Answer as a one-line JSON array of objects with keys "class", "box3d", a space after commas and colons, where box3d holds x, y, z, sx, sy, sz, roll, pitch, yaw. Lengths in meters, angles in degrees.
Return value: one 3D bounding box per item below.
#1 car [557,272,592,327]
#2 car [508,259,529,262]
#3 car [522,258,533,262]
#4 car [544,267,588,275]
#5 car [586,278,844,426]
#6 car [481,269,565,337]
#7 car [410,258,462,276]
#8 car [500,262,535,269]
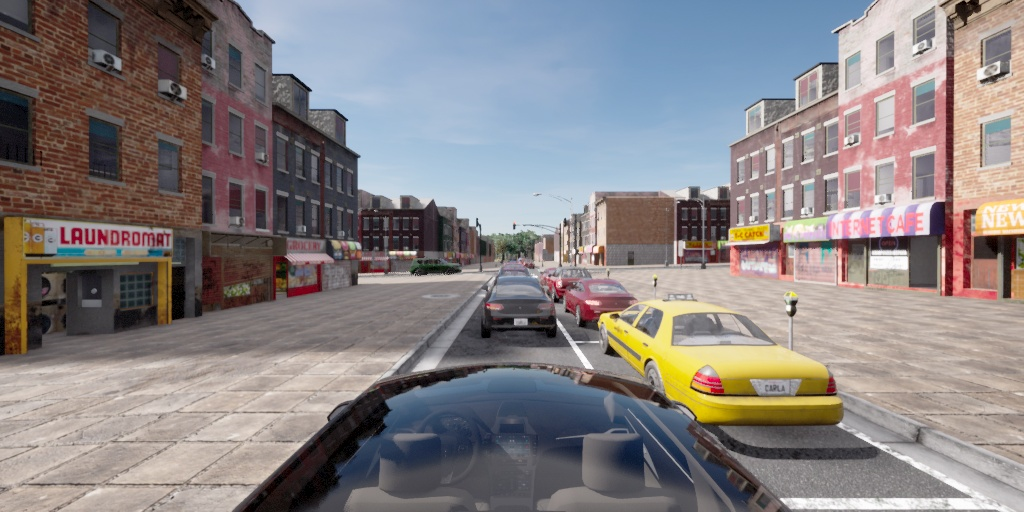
[{"class": "car", "box3d": [2.650, 1.334, 11.192, 1.802, 1.307, 4.207, 0, 0, 0]}, {"class": "car", "box3d": [0.101, 1.248, 27.092, 1.882, 1.535, 5.008, 0, 0, 0]}, {"class": "car", "box3d": [2.720, 1.316, 59.465, 1.967, 1.591, 4.097, 0, 0, 0]}, {"class": "car", "box3d": [2.658, 1.195, 16.658, 1.967, 1.591, 4.097, 0, 0, 0]}, {"class": "car", "box3d": [2.642, 1.275, 5.895, 1.751, 1.417, 4.829, 0, 0, 0]}, {"class": "car", "box3d": [0.119, 1.277, 10.137, 1.812, 1.442, 4.674, 0, 0, -2]}, {"class": "car", "box3d": [-8.410, 1.231, 39.660, 5.566, 2.045, 2.150, -2, 0, 0]}, {"class": "car", "box3d": [0.111, 1.248, 17.532, 2.128, 1.511, 4.902, 0, 0, 0]}]
